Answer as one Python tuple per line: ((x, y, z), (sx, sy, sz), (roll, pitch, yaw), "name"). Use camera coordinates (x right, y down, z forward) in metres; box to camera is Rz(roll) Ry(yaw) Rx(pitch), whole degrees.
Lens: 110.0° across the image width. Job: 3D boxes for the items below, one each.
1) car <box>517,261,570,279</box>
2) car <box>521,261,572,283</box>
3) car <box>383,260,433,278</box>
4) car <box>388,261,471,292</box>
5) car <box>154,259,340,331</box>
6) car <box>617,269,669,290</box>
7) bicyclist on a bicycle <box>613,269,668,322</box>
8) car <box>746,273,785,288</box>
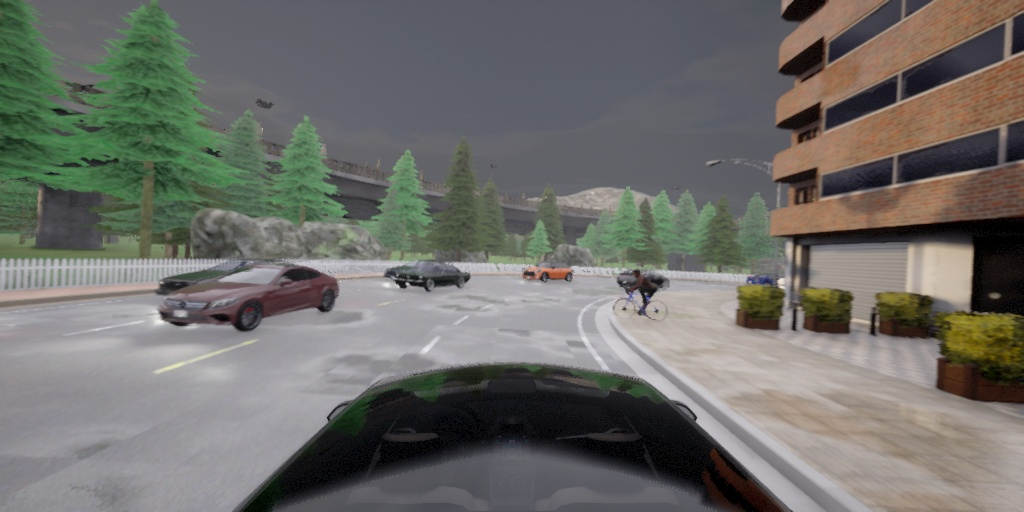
((3.065, 1.347, 34.446), (4.902, 1.511, 2.128), (3, 0, -37), "car")
((2.973, 1.210, 29.739), (4.553, 1.767, 2.097), (3, 0, -42), "car")
((-5.922, 0.964, 23.951), (2.033, 1.411, 5.357), (3, 0, 29), "car")
((-4.190, 1.112, 19.490), (1.895, 1.301, 4.718), (3, 0, 24), "car")
((-6.536, 0.933, 9.672), (1.812, 1.442, 4.674), (3, 0, 6), "car")
((9.674, 1.696, 26.285), (4.902, 1.511, 2.128), (3, 0, -39), "car")
((4.061, 1.244, 11.306), (1.656, 1.620, 0.582), (3, 0, 11), "bicyclist on a bicycle")
((25.443, 2.471, 34.738), (5.008, 1.535, 1.882), (3, 0, -3), "car")
